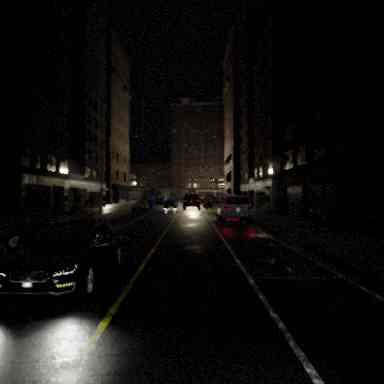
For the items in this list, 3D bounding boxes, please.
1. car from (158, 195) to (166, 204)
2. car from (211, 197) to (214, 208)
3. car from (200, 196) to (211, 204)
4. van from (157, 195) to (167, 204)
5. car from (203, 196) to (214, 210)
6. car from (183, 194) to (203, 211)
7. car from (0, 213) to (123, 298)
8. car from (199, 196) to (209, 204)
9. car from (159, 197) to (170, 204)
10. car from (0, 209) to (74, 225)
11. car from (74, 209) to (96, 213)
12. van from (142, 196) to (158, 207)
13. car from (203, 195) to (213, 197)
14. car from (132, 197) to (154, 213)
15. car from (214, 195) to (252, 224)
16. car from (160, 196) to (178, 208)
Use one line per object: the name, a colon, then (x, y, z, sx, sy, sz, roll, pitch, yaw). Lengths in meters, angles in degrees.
car: (-5.886, 1.703, 60.665, 1.947, 1.339, 4.313, 1, 0, 0)
car: (3.121, 1.516, 31.940, 1.882, 1.535, 5.008, 0, 0, 0)
car: (2.637, 1.600, 66.152, 1.967, 1.590, 4.097, 1, 0, 0)
van: (-5.887, 1.502, 66.149, 1.690, 1.788, 3.998, 1, 0, 0)
car: (2.649, 1.623, 44.222, 2.008, 1.369, 4.403, 1, 0, 0)
car: (-0.013, 1.293, 42.748, 2.150, 2.045, 5.566, 0, -1, 1)
car: (-3.096, 1.511, 8.691, 1.837, 1.490, 4.892, 0, 0, 0)
car: (2.633, 1.624, 71.635, 1.967, 1.590, 4.097, 1, 0, 0)
car: (-5.893, 1.729, 71.630, 1.887, 1.381, 4.507, 1, 0, 0)
car: (-5.852, 1.447, 11.328, 1.967, 1.590, 4.097, 1, 0, 0)
car: (-5.857, 1.564, 16.810, 2.008, 1.369, 4.403, 1, 0, 0)
van: (-5.873, 1.414, 44.220, 1.690, 1.788, 3.998, 1, 0, 0)
car: (2.648, 1.407, 49.704, 2.192, 1.841, 5.009, 1, 0, 0)
car: (-5.871, 1.581, 38.566, 1.752, 1.417, 4.829, 1, 0, 0)
car: (3.092, 1.245, 24.969, 2.150, 2.045, 5.566, 0, 0, 0)
car: (-3.103, 1.640, 49.619, 2.033, 1.411, 5.357, 0, 0, 0)
